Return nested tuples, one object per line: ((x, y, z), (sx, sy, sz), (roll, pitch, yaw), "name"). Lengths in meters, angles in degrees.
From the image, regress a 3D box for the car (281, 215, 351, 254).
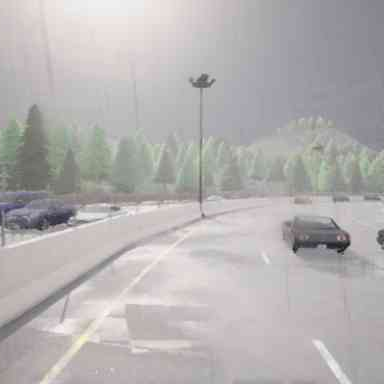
((4.761, 1.575, 13.511), (1.895, 1.301, 4.718), (1, 0, 9), "car")

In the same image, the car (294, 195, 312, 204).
((19.930, 1.356, 59.751), (1.882, 1.535, 5.008), (1, 0, 39), "car")

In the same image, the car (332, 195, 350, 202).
((31.668, 1.356, 70.547), (4.902, 1.511, 2.128), (0, 0, -39), "car")

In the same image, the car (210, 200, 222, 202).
((3.896, 1.261, 59.254), (1.812, 1.442, 4.674), (1, 0, 33), "car")

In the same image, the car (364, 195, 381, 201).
((42.906, 1.391, 79.227), (4.892, 1.490, 1.837), (0, 0, -31), "car")

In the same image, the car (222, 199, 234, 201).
((7.786, 1.250, 58.787), (1.882, 1.535, 5.008), (1, 0, 34), "car")

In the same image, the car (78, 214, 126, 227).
((-5.114, 1.384, 18.748), (1.812, 1.442, 4.674), (1, 0, 12), "car")

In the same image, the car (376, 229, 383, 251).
((7.852, 1.564, 10.636), (2.033, 1.411, 5.357), (1, 0, 8), "car")
